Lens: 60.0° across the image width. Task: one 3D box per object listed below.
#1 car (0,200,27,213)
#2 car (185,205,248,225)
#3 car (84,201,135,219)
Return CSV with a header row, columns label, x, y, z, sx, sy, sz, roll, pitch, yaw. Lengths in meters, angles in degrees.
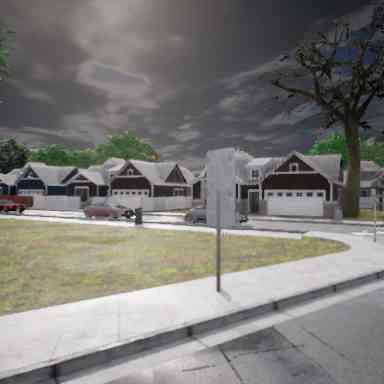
label,x,y,z,sx,sy,sz,roll,pitch,yaw
car,-18.751,1.436,33.187,4.718,1.301,1.895,0,0,28
car,1.603,1.497,22.119,4.181,1.385,1.994,0,0,30
car,-6.638,1.456,26.761,4.181,1.385,1.994,0,0,29
